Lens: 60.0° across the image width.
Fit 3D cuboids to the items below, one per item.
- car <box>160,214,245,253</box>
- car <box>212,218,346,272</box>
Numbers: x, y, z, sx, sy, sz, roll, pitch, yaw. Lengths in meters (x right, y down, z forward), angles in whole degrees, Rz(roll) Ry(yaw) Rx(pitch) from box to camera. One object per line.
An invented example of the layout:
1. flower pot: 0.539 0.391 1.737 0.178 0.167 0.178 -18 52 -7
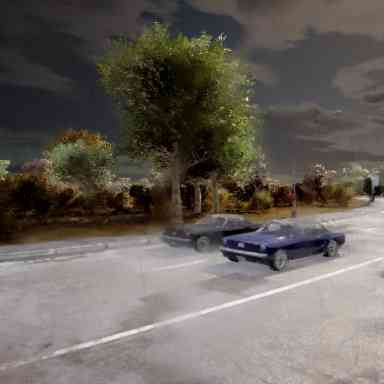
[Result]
1. car: 1.045 1.607 13.826 4.718 1.301 1.895 0 0 -40
2. car: 3.116 1.600 11.005 4.718 1.301 1.895 0 0 -40
